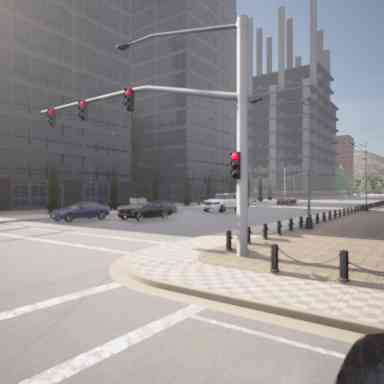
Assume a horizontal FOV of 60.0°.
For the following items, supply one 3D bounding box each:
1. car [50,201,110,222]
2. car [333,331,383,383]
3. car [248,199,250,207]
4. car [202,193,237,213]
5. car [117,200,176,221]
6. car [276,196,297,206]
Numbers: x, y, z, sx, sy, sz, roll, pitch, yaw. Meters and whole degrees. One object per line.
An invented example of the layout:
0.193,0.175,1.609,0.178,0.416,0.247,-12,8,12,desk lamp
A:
-8.536,1.470,25.697,1.812,1.442,4.674,0,0,38,car
2.965,1.564,1.853,4.181,1.385,1.994,0,0,36,car
6.424,1.435,46.415,2.128,1.511,4.902,0,0,36,car
3.320,1.166,36.123,2.150,2.045,5.566,0,0,37,car
-3.666,1.545,26.454,1.895,1.301,4.718,0,0,36,car
14.828,1.421,51.987,1.882,1.535,5.008,0,0,36,car
